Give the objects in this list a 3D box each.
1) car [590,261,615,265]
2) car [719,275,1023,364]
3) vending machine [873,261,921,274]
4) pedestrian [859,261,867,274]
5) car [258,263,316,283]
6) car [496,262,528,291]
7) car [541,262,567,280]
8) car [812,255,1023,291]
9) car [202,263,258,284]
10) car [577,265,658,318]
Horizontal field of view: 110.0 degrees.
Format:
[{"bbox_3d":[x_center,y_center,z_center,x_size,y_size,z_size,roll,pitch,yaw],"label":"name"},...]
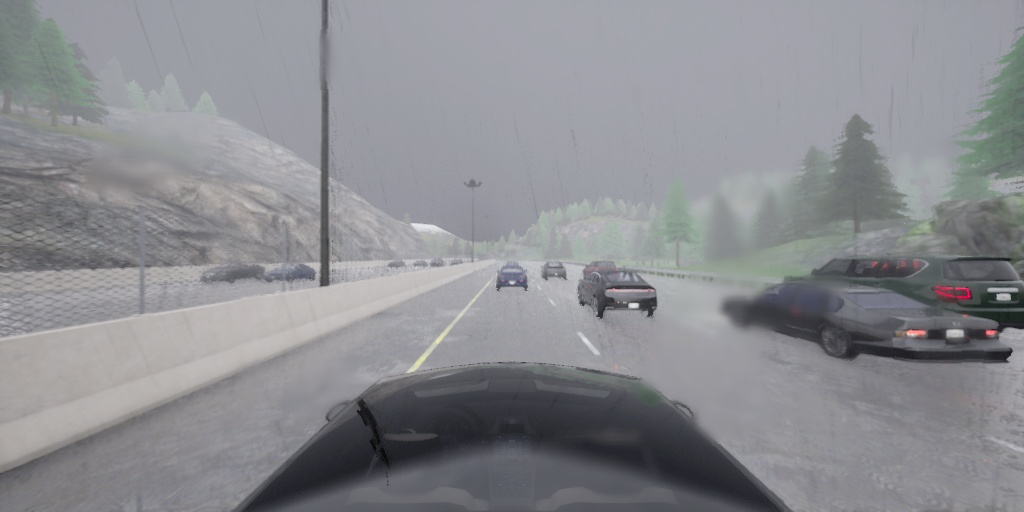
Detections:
[{"bbox_3d":[7.104,1.144,28.856,2.097,1.767,4.553,0,0,0],"label":"car"},{"bbox_3d":[7.102,1.308,8.251,2.033,1.411,5.357,0,0,0],"label":"car"},{"bbox_3d":[15.502,0.965,14.482,1.100,2.100,0.880,0,0,0],"label":"vending machine"},{"bbox_3d":[15.256,0.733,15.533,0.375,1.300,0.375,0,0,0],"label":"pedestrian"},{"bbox_3d":[-17.593,1.318,28.727,1.812,1.442,4.674,0,0,0],"label":"car"},{"bbox_3d":[0.005,1.313,22.484,1.812,1.442,4.674,0,0,0],"label":"car"},{"bbox_3d":[3.604,1.288,31.466,2.128,1.511,4.902,0,0,0],"label":"car"},{"bbox_3d":[10.603,0.985,10.420,2.150,2.045,5.566,0,0,0],"label":"car"},{"bbox_3d":[-21.092,1.284,27.485,2.128,1.511,4.902,0,0,0],"label":"car"},{"bbox_3d":[3.602,1.259,13.023,2.128,1.511,4.902,0,0,0],"label":"car"}]
